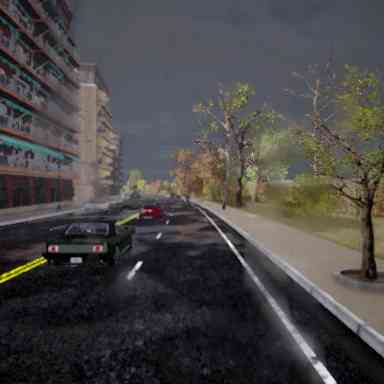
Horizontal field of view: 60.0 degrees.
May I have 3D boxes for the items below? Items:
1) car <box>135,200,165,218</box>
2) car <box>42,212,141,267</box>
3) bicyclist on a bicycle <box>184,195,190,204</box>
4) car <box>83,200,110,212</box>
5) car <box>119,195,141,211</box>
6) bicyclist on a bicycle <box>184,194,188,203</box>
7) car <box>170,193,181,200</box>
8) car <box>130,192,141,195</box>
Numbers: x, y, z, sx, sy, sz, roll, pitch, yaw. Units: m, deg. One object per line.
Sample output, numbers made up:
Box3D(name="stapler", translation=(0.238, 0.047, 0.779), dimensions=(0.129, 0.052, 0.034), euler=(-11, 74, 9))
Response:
Box3D(name="car", translation=(-3.429, 1.486, 28.930), dimensions=(1.994, 1.385, 4.181), euler=(0, 0, -2))
Box3D(name="car", translation=(-3.157, 1.571, 11.296), dimensions=(1.895, 1.301, 4.718), euler=(0, 0, 0))
Box3D(name="bicyclist on a bicycle", translation=(-0.498, 1.297, 54.101), dimensions=(0.582, 1.620, 1.656), euler=(0, 0, -4))
Box3D(name="car", translation=(-10.364, 1.504, 36.422), dimensions=(1.895, 1.301, 4.718), euler=(0, 0, -2))
Box3D(name="car", translation=(-7.195, 1.443, 38.618), dimensions=(2.033, 1.411, 5.357), euler=(0, 0, -2))
Box3D(name="bicyclist on a bicycle", translation=(-1.131, 1.185, 63.168), dimensions=(0.659, 1.776, 1.843), euler=(0, 0, -4))
Box3D(name="car", translation=(-3.732, 1.268, 82.112), dimensions=(2.128, 1.511, 4.902), euler=(0, 0, -6))
Box3D(name="car", translation=(-13.003, 0.781, 76.845), dimensions=(2.150, 2.045, 5.566), euler=(0, 0, -5))
